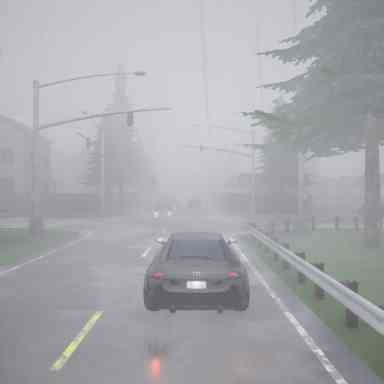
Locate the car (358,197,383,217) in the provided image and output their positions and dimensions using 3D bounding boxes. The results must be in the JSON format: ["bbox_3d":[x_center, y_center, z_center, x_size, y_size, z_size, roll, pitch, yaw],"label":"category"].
[{"bbox_3d":[16.076,1.206,26.003,5.566,2.045,2.150,0,0,0],"label":"car"}]

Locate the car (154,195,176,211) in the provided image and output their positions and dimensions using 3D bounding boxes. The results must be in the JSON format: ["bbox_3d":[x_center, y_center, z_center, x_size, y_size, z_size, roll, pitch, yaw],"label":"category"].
[{"bbox_3d":[-3.412,1.477,41.553,1.882,1.535,5.008,0,0,0],"label":"car"}]

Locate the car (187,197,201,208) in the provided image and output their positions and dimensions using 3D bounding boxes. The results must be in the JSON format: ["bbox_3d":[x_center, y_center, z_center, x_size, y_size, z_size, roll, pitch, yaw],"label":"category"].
[{"bbox_3d":[0.311,1.491,47.643,2.128,1.511,4.902,0,0,0],"label":"car"}]

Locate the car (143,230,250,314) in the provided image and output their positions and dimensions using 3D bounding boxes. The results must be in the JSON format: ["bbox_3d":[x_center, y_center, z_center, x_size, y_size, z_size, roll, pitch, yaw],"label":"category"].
[{"bbox_3d":[0.098,1.564,7.721,1.994,1.385,4.181,0,0,1],"label":"car"}]

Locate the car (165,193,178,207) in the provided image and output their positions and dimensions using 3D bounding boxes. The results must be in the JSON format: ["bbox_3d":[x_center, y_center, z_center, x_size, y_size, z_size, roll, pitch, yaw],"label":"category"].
[{"bbox_3d":[-3.362,1.221,52.210,2.150,2.045,5.566,0,0,0],"label":"car"}]
